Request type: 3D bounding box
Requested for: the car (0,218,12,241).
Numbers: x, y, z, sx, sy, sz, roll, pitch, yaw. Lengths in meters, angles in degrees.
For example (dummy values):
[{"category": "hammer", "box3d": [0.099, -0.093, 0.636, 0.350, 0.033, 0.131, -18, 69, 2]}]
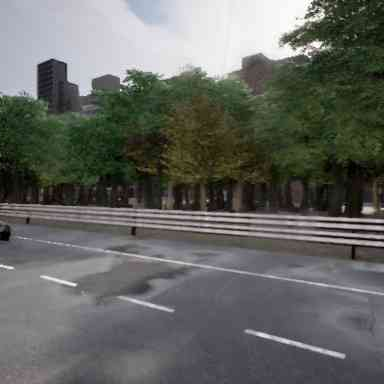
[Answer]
[{"category": "car", "box3d": [-10.267, 1.569, 15.504, 4.181, 1.385, 1.994, 0, 0, 36]}]
